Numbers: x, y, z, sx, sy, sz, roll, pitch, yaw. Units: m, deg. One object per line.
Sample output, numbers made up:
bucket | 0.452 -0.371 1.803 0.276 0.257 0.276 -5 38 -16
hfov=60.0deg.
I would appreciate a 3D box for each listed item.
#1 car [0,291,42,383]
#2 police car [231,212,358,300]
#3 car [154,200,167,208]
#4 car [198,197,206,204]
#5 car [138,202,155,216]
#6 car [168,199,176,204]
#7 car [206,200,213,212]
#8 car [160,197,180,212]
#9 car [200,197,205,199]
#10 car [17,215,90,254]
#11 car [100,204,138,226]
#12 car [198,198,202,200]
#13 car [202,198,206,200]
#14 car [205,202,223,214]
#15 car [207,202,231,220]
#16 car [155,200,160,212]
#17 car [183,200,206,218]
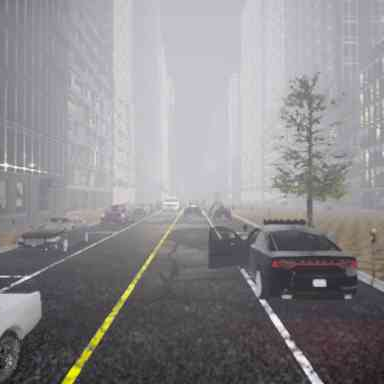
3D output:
car | -3.098 1.629 2.580 1.895 1.301 4.718 0 -1 0
police car | 2.376 1.517 8.770 1.930 1.638 5.238 0 -1 0
car | -5.606 2.170 59.633 1.887 1.381 4.507 0 -1 0
car | 2.822 2.310 93.733 2.192 1.841 5.009 0 -1 0
car | -5.637 1.936 36.877 2.008 1.369 4.403 0 -1 0
car | -5.560 2.545 93.765 2.008 1.369 4.403 0 -1 0
car | 2.744 1.825 36.844 1.967 1.590 4.097 0 -1 0
car | -2.938 1.811 47.209 2.150 2.045 5.566 0 -1 0
car | 2.790 2.314 70.975 1.947 1.339 4.313 0 -1 0
car | -5.667 1.698 14.122 2.008 1.369 4.403 0 -1 0
car | -5.651 1.706 25.501 1.967 1.590 4.097 0 -1 0
car | 0.120 2.002 47.489 1.837 1.490 4.892 0 -1 0
car | 2.767 2.116 53.910 2.008 1.369 4.403 0 -1 0
car | 2.752 1.989 42.533 1.887 1.381 4.507 0 -1 0
car | 2.736 1.876 31.155 2.008 1.369 4.403 0 -1 0
car | -5.629 1.989 42.566 1.887 1.381 4.507 0 -1 0
car | 0.113 1.857 34.968 2.128 1.511 4.902 0 -1 0
